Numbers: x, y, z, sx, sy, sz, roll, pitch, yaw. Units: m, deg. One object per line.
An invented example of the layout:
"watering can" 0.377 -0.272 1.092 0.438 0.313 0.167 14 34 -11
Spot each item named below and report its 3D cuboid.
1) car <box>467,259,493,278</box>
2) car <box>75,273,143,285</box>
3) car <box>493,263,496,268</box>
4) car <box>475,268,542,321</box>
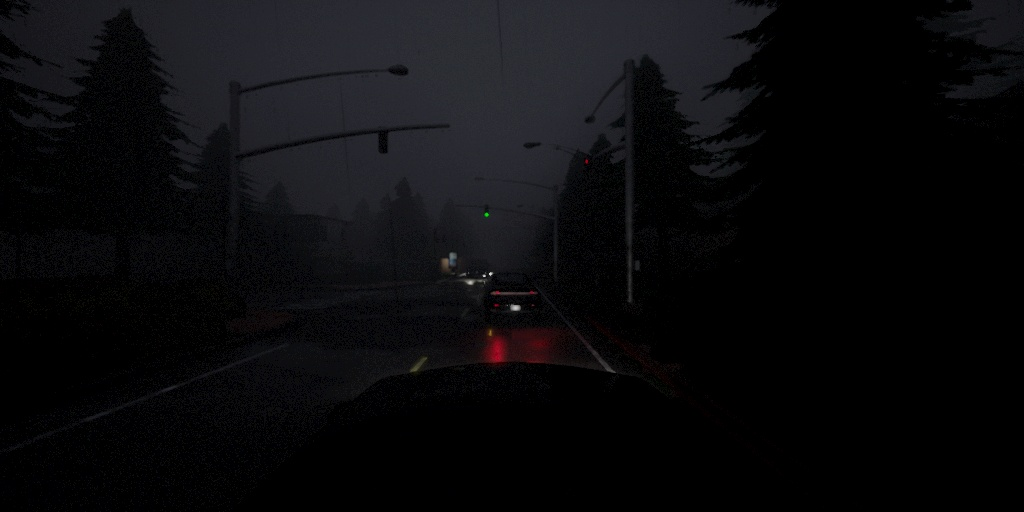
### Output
"car" -3.599 1.355 39.628 2.150 2.045 5.566 0 -1 0
"car" -20.771 1.601 18.438 4.674 1.442 1.812 0 -1 5
"car" -3.576 1.804 57.379 2.128 1.511 4.902 0 -1 1
"car" -0.167 1.358 13.133 2.128 1.511 4.902 0 0 -6
